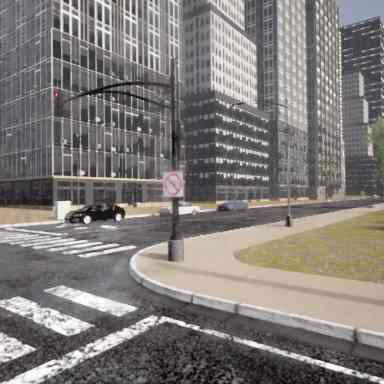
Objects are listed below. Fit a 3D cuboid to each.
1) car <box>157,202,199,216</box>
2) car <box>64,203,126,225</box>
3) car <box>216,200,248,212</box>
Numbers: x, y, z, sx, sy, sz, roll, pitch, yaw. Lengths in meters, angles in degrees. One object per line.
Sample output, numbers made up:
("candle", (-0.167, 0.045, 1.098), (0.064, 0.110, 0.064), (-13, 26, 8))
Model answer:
("car", (-1.325, 1.718, 33.362), (1.895, 1.301, 4.718), (-1, -1, 37))
("car", (-7.302, 1.609, 25.433), (1.837, 1.490, 4.892), (-1, -1, 37))
("car", (5.211, 1.676, 42.021), (2.033, 1.411, 5.357), (-1, -1, 37))
